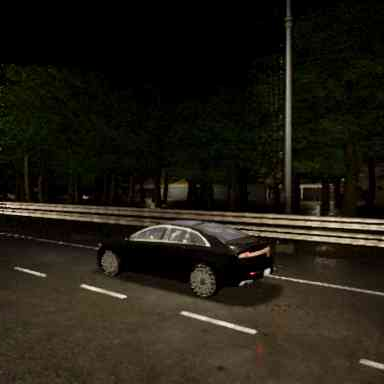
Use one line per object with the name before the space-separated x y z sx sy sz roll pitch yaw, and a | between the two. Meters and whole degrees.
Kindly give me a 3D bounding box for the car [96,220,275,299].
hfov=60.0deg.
car | -0.386 1.469 8.446 4.902 1.511 2.128 0 0 36
